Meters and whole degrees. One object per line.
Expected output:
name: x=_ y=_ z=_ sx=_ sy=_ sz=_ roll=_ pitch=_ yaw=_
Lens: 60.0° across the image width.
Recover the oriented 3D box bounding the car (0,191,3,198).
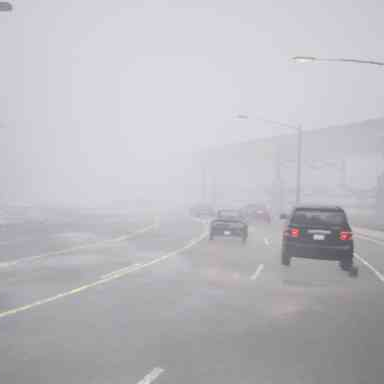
car: x=-44.049 y=0.548 z=72.922 sx=4.553 sy=1.767 sz=2.097 roll=2 pitch=-1 yaw=-32

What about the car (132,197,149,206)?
car: x=-9.803 y=1.725 z=62.820 sx=1.882 sy=1.535 sz=5.008 roll=2 pitch=-1 yaw=-32

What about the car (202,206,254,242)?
car: x=2.080 y=1.727 z=17.957 sx=2.128 sy=1.511 sz=4.902 roll=2 pitch=-1 yaw=10

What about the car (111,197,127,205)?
car: x=-13.849 y=1.675 z=62.670 sx=1.994 sy=1.385 sz=4.181 roll=2 pitch=-1 yaw=-32

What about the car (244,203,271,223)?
car: x=5.547 y=1.818 z=30.536 sx=2.097 sy=1.767 sz=4.553 roll=2 pitch=-1 yaw=-7

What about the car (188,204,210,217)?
car: x=0.961 y=1.923 z=35.595 sx=1.994 sy=1.385 sz=4.181 roll=2 pitch=-1 yaw=-15

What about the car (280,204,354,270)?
car: x=4.514 y=1.488 z=12.471 sx=2.150 sy=2.045 sz=5.566 roll=2 pitch=0 yaw=16
